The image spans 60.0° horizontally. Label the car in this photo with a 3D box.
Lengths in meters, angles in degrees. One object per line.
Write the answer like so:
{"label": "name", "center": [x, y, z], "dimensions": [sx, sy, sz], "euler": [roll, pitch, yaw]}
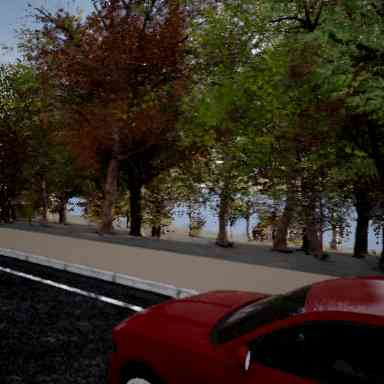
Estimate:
{"label": "car", "center": [1.438, 1.475, 2.659], "dimensions": [5.008, 1.535, 1.882], "euler": [0, 0, 36]}
